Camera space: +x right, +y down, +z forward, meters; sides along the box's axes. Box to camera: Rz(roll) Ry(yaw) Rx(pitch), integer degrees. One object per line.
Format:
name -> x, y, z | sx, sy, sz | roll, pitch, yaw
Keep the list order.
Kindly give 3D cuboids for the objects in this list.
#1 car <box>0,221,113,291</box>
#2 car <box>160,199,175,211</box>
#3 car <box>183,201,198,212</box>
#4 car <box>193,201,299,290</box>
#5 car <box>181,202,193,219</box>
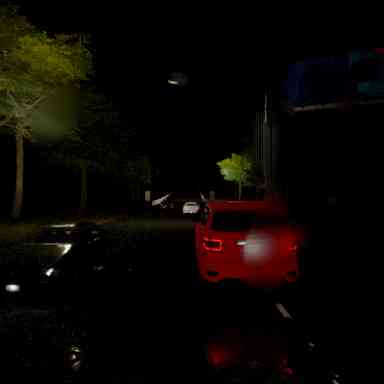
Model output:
car -> -3.633, 1.566, 9.405 | 2.033, 1.411, 5.357 | 0, 0, 0
car -> -3.664, 1.859, 49.910 | 2.097, 1.767, 4.553 | 0, -1, 0
car -> -0.134, 2.013, 45.871 | 1.994, 1.385, 4.181 | 0, -1, 1
car -> 1.195, 1.243, 9.235 | 2.150, 2.045, 5.566 | 0, 0, 0
car -> -0.048, 1.835, 36.210 | 1.812, 1.442, 4.674 | 0, -1, 0
